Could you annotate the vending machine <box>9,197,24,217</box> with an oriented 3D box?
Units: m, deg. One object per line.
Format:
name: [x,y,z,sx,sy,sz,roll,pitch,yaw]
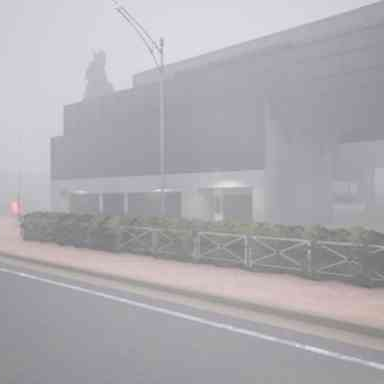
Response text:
vending machine: [-18.668,1.549,35.389,1.100,2.100,0.880,0,0,-10]
